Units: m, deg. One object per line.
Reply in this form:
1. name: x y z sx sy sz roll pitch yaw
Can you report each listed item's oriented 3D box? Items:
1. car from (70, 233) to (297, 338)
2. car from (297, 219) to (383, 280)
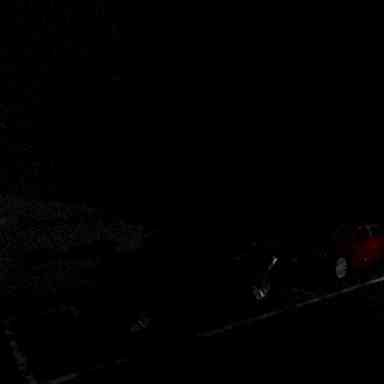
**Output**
1. car: -0.130 1.562 6.653 4.313 1.339 1.947 0 1 -35
2. car: 4.496 1.533 9.936 4.507 1.381 1.887 0 1 -35
